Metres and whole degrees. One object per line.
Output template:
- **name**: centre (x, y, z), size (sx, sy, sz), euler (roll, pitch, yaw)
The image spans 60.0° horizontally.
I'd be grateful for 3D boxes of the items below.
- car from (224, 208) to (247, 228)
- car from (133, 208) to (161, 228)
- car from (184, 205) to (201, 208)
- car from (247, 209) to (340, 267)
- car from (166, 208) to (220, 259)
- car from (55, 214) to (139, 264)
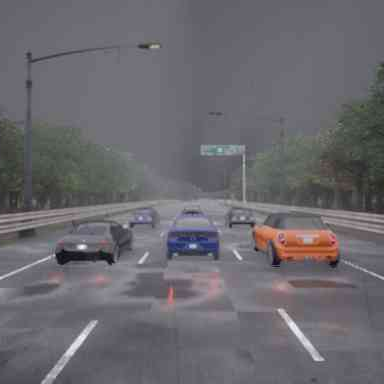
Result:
- **car**: centre (3.518, 1.887, 25.153), size (2.033, 1.411, 5.357), euler (0, -1, 0)
- **car**: centre (-3.482, 1.886, 25.151), size (2.033, 1.411, 5.357), euler (0, -1, 0)
- **car**: centre (0.042, 1.875, 27.322), size (1.837, 1.490, 4.892), euler (0, 0, 1)
- **car**: centre (3.543, 1.514, 12.226), size (2.097, 1.767, 4.553), euler (0, -1, 1)
- **car**: centre (0.051, 1.656, 13.442), size (1.882, 1.535, 5.008), euler (0, 0, 0)
- **car**: centre (-3.453, 1.730, 12.503), size (1.994, 1.385, 4.181), euler (0, -1, 1)
